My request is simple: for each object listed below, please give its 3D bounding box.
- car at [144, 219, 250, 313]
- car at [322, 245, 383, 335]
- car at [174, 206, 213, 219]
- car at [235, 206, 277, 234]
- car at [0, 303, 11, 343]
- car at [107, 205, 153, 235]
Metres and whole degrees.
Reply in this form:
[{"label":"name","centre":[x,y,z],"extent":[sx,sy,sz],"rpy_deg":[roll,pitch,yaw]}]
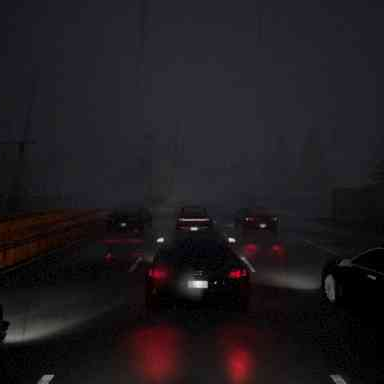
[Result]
[{"label":"car","centre":[0.100,1.564,7.748],"extent":[1.994,1.385,4.181],"rpy_deg":[0,0,0]},{"label":"car","centre":[3.600,1.503,5.002],"extent":[1.837,1.490,4.892],"rpy_deg":[0,0,0]},{"label":"car","centre":[0.099,1.492,17.697],"extent":[2.128,1.511,4.902],"rpy_deg":[0,0,0]},{"label":"car","centre":[3.600,1.526,19.215],"extent":[1.812,1.442,4.674],"rpy_deg":[0,0,0]},{"label":"car","centre":[-3.398,1.548,2.056],"extent":[2.033,1.411,5.357],"rpy_deg":[0,0,0]},{"label":"car","centre":[-3.400,1.477,18.960],"extent":[1.882,1.535,5.008],"rpy_deg":[0,0,0]}]
